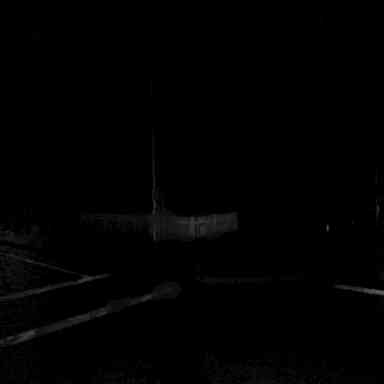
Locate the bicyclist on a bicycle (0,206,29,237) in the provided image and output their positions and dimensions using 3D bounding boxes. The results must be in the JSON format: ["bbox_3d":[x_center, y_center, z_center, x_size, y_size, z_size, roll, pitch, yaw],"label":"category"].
[{"bbox_3d":[-9.670,1.578,17.995,0.582,1.620,1.656,-2,0,41],"label":"bicyclist on a bicycle"}]
